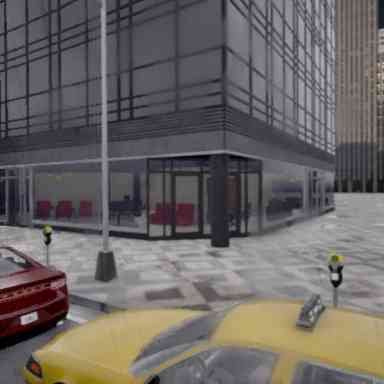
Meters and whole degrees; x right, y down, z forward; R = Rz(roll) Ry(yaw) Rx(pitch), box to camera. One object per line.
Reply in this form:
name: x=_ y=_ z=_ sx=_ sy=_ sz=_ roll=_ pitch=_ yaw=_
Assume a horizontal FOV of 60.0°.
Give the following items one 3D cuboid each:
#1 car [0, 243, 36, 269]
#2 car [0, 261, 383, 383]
car: x=-3.972 y=1.471 z=5.446 sx=4.507 sy=1.381 sz=1.887 roll=0 pitch=1 yaw=32
car: x=0.638 y=1.480 z=2.572 sx=4.829 sy=1.417 sz=1.752 roll=0 pitch=1 yaw=32
